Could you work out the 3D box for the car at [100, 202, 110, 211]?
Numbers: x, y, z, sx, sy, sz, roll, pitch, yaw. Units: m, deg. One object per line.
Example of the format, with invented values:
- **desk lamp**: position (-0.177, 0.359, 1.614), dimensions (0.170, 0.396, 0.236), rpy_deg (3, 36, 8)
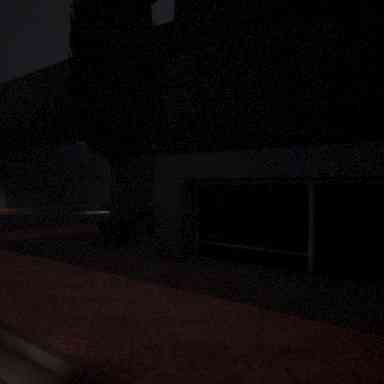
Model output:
- **car**: position (-7.228, 1.280, 35.782), dimensions (2.033, 1.411, 5.357), rpy_deg (1, 0, 36)
